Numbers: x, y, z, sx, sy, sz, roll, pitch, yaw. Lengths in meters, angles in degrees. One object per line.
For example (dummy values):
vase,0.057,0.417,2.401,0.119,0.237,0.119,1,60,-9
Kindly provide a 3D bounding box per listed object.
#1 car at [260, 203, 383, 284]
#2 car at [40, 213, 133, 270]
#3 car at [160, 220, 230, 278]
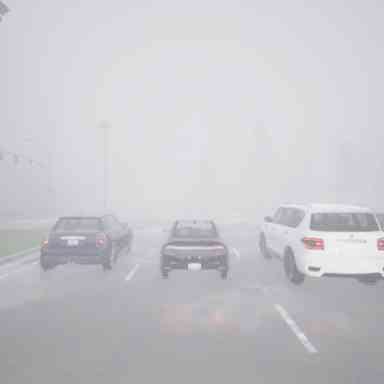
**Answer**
car,3.576,1.346,10.083,2.150,2.045,5.566,0,0,0
car,-3.429,1.491,11.660,2.097,1.767,4.553,0,-1,0
car,0.079,1.618,10.525,2.128,1.511,4.902,0,-1,0
